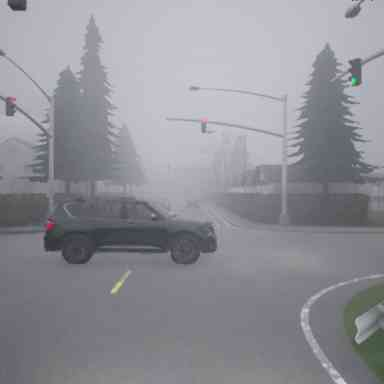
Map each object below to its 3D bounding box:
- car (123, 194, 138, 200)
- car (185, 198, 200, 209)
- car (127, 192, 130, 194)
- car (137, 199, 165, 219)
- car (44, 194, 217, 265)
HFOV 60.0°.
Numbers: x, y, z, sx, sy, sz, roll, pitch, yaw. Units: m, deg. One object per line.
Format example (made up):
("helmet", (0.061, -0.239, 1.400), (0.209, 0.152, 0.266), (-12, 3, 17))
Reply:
("car", (-16.251, 1.294, 88.021), (3.806, 1.475, 1.970), (0, 0, -1))
("car", (0.066, 1.512, 45.413), (2.033, 1.411, 5.357), (0, 0, 0))
("car", (-16.840, 1.012, 84.692), (3.866, 1.878, 1.905), (0, 0, -1))
("car", (-3.611, 1.455, 30.106), (1.882, 1.535, 5.008), (0, 0, 0))
("car", (-1.965, 1.203, 11.100), (5.566, 2.045, 2.150), (0, 0, 0))
